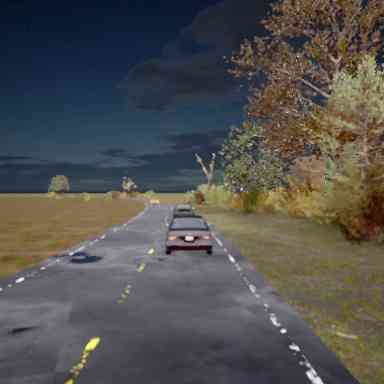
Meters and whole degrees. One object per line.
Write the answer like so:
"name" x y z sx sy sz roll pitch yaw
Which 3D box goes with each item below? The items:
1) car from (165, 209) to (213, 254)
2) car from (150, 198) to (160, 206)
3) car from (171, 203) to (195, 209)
"car" -0.151 1.675 14.062 2.033 1.411 5.357 0 0 -1
"car" -8.001 2.116 71.350 1.882 1.535 5.008 0 0 -8
"car" -0.781 1.776 29.402 1.837 1.490 4.892 0 0 -3
